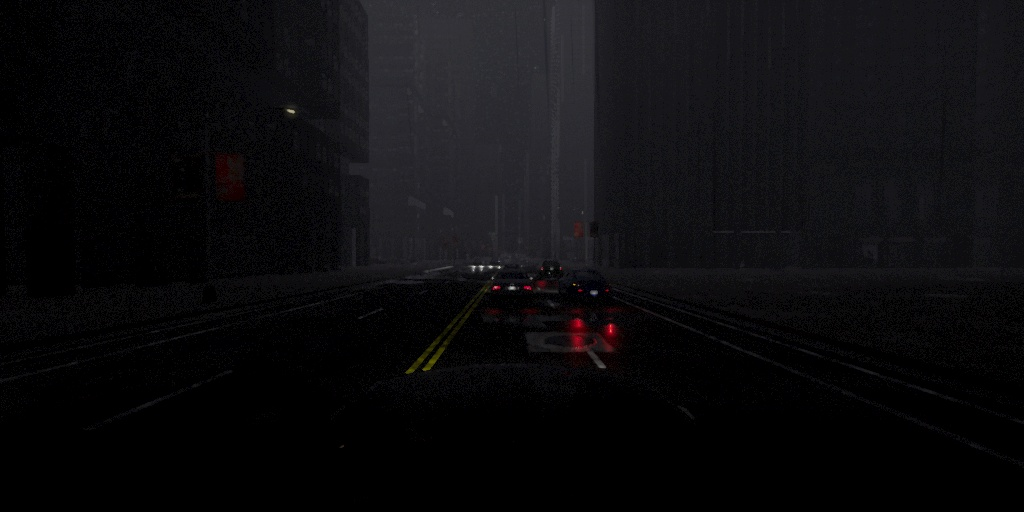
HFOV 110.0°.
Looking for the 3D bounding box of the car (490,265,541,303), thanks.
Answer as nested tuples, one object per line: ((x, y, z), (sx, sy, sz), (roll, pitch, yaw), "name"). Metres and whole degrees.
((0.001, 1.300, 16.502), (2.033, 1.411, 5.357), (0, 0, 0), "car")

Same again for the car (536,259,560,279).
((3.251, 1.084, 31.473), (2.097, 1.767, 4.553), (0, 0, 0), "car")

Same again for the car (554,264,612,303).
((3.251, 1.270, 16.502), (1.812, 1.442, 4.674), (0, 0, 0), "car")

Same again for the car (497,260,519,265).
((0.001, 1.290, 31.503), (1.994, 1.385, 4.181), (0, 0, 0), "car")
